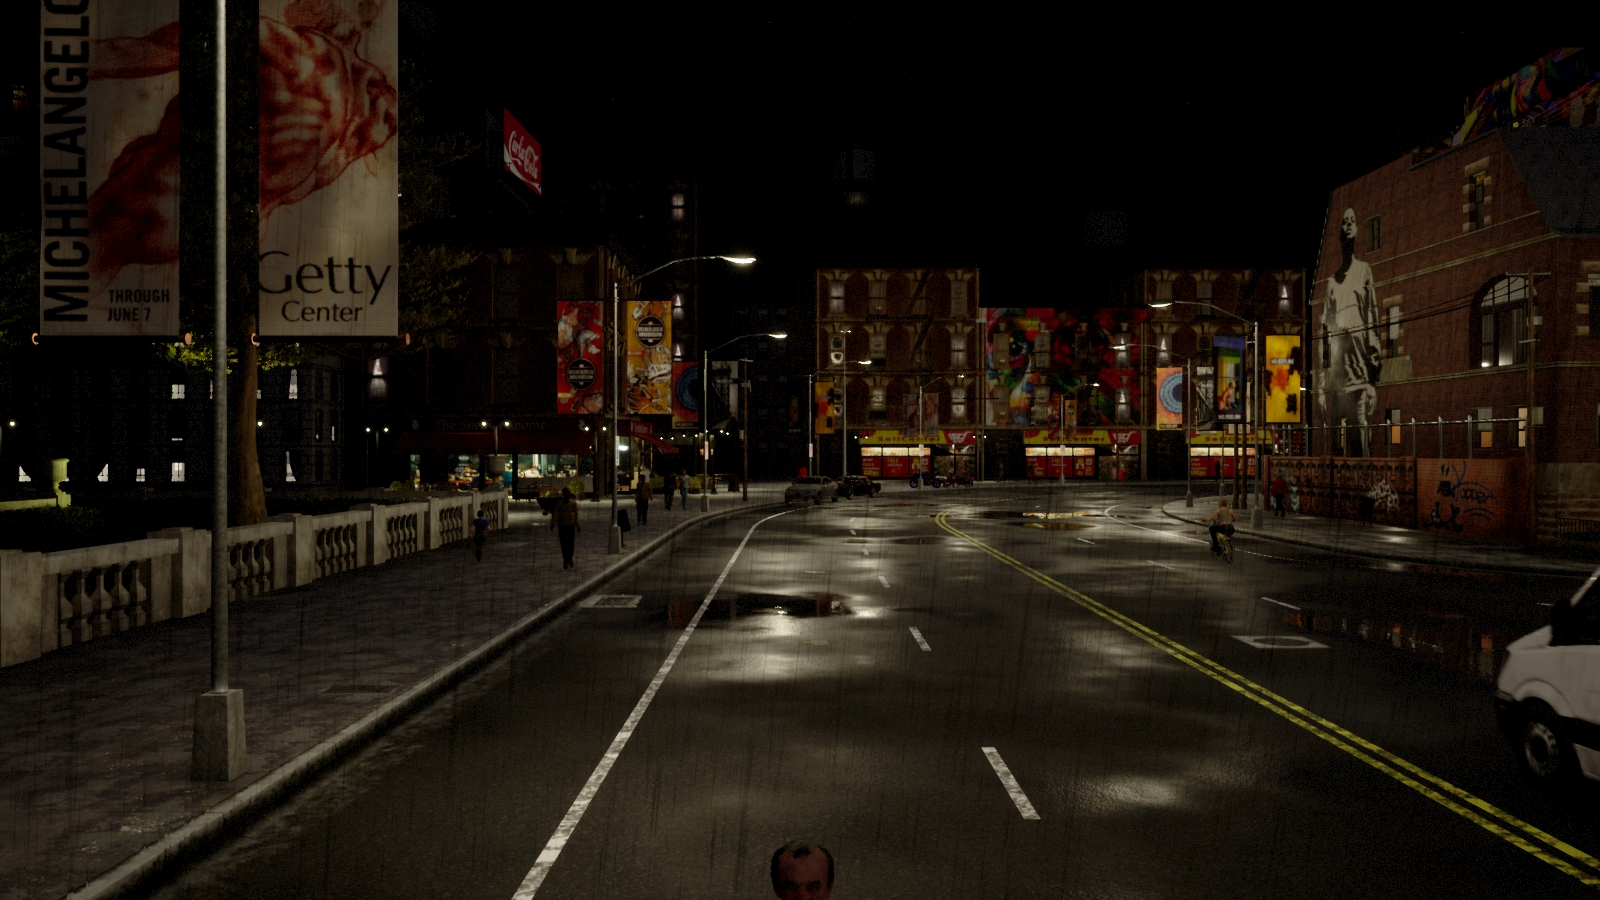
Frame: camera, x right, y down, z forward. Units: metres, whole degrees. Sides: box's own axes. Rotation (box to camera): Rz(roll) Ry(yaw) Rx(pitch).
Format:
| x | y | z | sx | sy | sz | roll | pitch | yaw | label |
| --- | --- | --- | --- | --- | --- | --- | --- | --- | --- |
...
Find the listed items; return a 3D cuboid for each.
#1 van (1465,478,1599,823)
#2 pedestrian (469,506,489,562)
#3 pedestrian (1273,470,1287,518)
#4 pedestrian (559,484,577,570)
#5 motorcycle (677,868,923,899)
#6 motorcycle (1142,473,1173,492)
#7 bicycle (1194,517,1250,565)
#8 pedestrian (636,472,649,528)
| x | y | z | sx | sy | sz | roll | pitch | yaw | label |
| --- | --- | --- | --- | --- | --- | --- | --- | --- | --- |
| 7.023 | 1.534 | 7.399 | 1.988 | 2.561 | 5.915 | 0 | 0 | 0 | van |
| -7.613 | 1.978 | 27.112 | 0.375 | 1.300 | 0.375 | 0 | 0 | -3 | pedestrian |
| 18.620 | 1.696 | 44.300 | 0.375 | 1.860 | 0.375 | 0 | 0 | 1 | pedestrian |
| -5.117 | 1.696 | 25.163 | 0.375 | 1.860 | 0.375 | 0 | 0 | -14 | pedestrian |
| -0.002 | 2.182 | 3.374 | 0.856 | 1.236 | 1.805 | 0 | 0 | 0 | motorcycle |
| 24.140 | 2.182 | 77.090 | 1.805 | 1.236 | 0.856 | 0 | 0 | -1 | motorcycle |
| 10.528 | 2.256 | 28.532 | 0.859 | 1.080 | 1.487 | 0 | 0 | 0 | bicycle |
| -5.347 | 1.696 | 38.760 | 0.375 | 1.860 | 0.375 | 0 | 0 | 6 | pedestrian |
